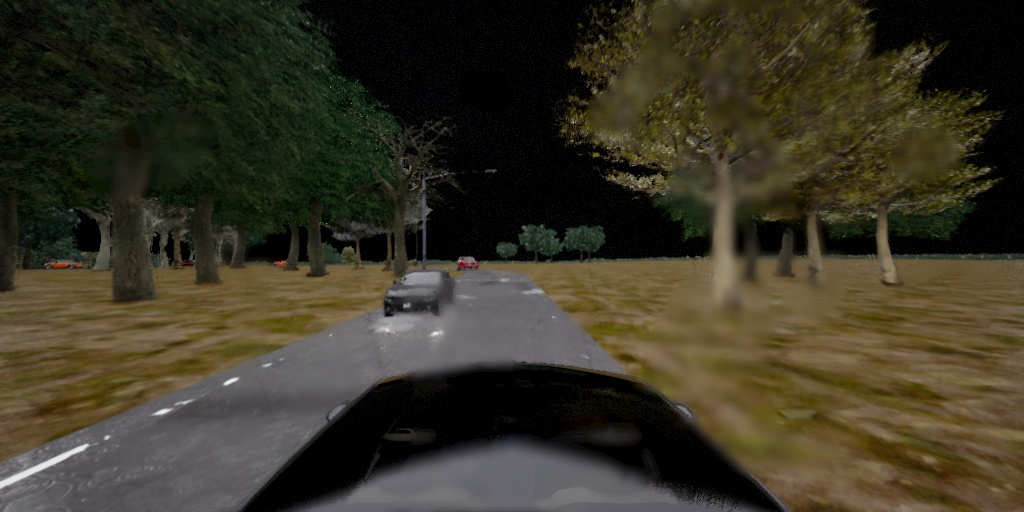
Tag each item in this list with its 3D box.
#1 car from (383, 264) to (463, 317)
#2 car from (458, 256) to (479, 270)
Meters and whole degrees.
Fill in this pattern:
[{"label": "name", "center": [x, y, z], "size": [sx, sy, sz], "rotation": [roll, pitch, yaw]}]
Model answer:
[{"label": "car", "center": [-3.222, 1.247, 13.437], "size": [1.882, 1.535, 5.008], "rotation": [0, 0, -1]}, {"label": "car", "center": [-6.690, 1.095, 54.599], "size": [2.150, 2.045, 5.566], "rotation": [1, 0, -22]}]
